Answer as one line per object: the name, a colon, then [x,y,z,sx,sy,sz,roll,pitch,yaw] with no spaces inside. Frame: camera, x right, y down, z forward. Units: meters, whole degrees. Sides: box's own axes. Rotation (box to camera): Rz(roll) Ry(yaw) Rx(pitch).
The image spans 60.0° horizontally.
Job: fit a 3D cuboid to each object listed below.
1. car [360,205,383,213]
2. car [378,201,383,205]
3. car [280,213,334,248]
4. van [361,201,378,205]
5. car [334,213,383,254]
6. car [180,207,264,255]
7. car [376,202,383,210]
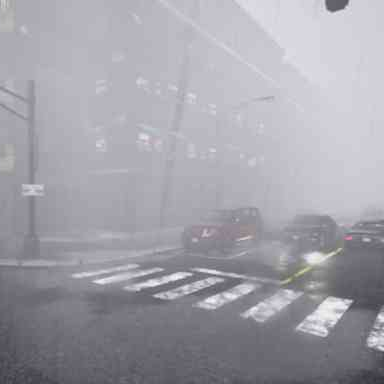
car: [19.826,2.391,36.529,1.895,1.301,4.718,0,-1,35]
car: [37.378,2.753,66.244,2.192,1.841,5.009,-2,-2,35]
car: [6.041,1.856,16.873,1.837,1.490,4.892,0,-1,35]
van: [27.608,2.462,52.268,1.690,1.788,3.998,-2,-2,35]
car: [7.993,1.870,14.349,2.033,1.411,5.357,0,-1,37]
car: [1.553,1.602,15.004,2.192,1.841,5.009,-1,-2,35]
car: [40.635,2.984,70.898,1.967,1.590,4.097,-2,-2,35]
